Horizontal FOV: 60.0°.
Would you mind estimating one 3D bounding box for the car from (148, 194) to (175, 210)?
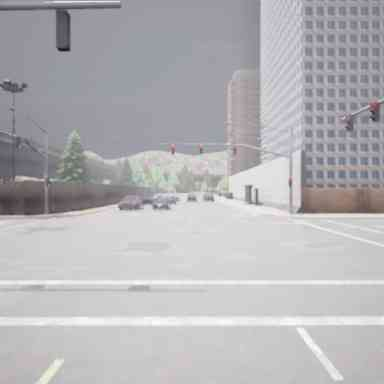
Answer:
[{"bbox_3d":[-3.590,1.334,39.462,2.128,1.511,4.902,0,0,0],"label":"car"}]

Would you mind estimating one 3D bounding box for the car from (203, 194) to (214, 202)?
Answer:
[{"bbox_3d":[3.497,1.240,67.236,1.837,1.490,4.892,0,0,0],"label":"car"}]

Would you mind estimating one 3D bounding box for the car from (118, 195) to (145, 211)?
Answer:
[{"bbox_3d":[-7.091,1.200,38.608,2.097,1.767,4.553,0,0,0],"label":"car"}]

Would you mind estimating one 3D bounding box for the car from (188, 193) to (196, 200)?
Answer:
[{"bbox_3d":[-0.003,1.023,77.459,1.837,1.490,4.892,0,0,0],"label":"car"}]

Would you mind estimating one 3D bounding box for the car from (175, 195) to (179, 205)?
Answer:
[{"bbox_3d":[-3.569,1.352,54.155,1.994,1.385,4.181,0,0,0],"label":"car"}]

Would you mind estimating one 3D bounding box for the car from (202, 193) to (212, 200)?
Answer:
[{"bbox_3d":[3.497,1.063,77.458,2.033,1.411,5.357,0,0,0],"label":"car"}]

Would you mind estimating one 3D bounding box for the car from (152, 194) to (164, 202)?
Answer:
[{"bbox_3d":[-7.003,1.198,69.045,1.882,1.535,5.008,0,0,0],"label":"car"}]

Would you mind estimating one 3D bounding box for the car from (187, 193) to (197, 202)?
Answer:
[{"bbox_3d":[-0.003,1.213,67.237,1.882,1.535,5.008,0,0,0],"label":"car"}]

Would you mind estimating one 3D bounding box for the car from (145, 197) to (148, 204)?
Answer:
[{"bbox_3d":[-7.072,1.390,53.397,1.895,1.301,4.718,0,0,0],"label":"car"}]
